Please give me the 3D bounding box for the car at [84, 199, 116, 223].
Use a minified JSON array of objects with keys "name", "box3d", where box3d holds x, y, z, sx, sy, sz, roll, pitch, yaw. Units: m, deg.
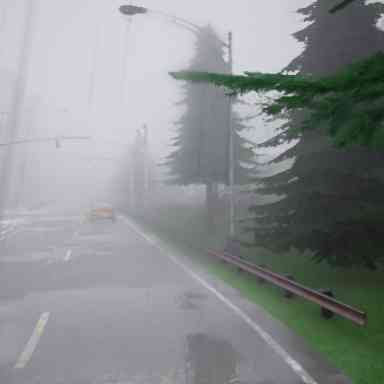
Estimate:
[{"name":"car","box3d":[-7.670,1.622,27.584,1.882,1.535,5.008,0,0,-25]}]
